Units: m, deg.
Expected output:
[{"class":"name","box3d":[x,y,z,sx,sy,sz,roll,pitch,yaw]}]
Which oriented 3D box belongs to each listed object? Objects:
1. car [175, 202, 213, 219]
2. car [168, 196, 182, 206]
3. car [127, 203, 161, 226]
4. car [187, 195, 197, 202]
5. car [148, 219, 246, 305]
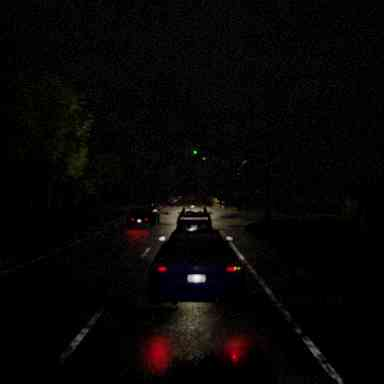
[{"class":"car","box3d":[0.182,1.555,19.153,2.128,1.511,4.902,0,0,2]},{"class":"car","box3d":[-3.396,1.678,60.684,2.128,1.511,4.902,0,0,0]},{"class":"car","box3d":[-3.397,1.583,23.847,1.837,1.490,4.892,0,0,0]},{"class":"car","box3d":[0.004,1.587,76.884,2.097,1.767,4.553,0,0,0]},{"class":"car","box3d":[0.095,1.590,8.199,1.994,1.385,4.181,0,0,0]}]
